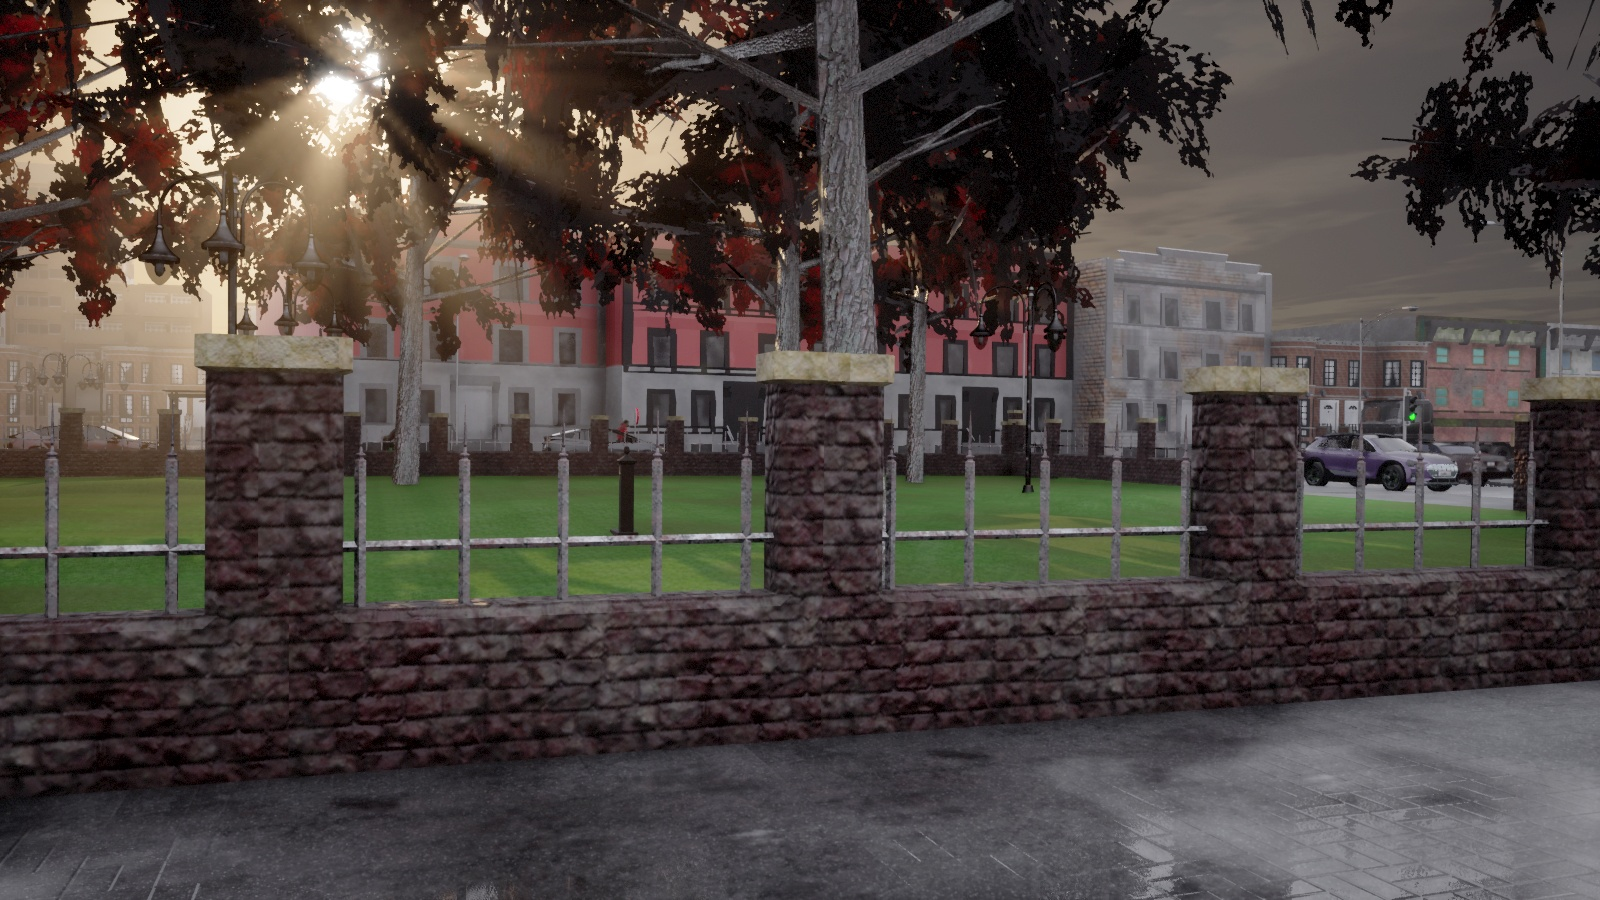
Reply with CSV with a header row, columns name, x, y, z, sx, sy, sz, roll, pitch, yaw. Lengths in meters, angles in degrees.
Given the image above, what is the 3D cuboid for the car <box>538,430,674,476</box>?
name,x,y,z,sx,sy,sz,roll,pitch,yaw
car,-6.960,0.089,44.948,4.514,1.525,2.007,-1,1,-18

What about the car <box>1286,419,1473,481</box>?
name,x,y,z,sx,sy,sz,roll,pitch,yaw
car,16.602,-0.041,36.265,2.033,1.649,4.856,-1,1,-21

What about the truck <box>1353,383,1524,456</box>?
name,x,y,z,sx,sy,sz,roll,pitch,yaw
truck,31.763,-1.543,62.450,7.936,3.462,2.891,-1,1,-19

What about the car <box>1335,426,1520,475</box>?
name,x,y,z,sx,sy,sz,roll,pitch,yaw
car,19.726,-0.015,39.779,2.033,1.411,5.357,-1,1,-19

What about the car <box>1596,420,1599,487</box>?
name,x,y,z,sx,sy,sz,roll,pitch,yaw
car,19.865,0.094,26.833,2.007,1.525,4.514,-1,1,-21

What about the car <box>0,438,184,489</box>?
name,x,y,z,sx,sy,sz,roll,pitch,yaw
car,-22.266,0.393,39.680,4.792,1.488,2.163,-1,1,-19
